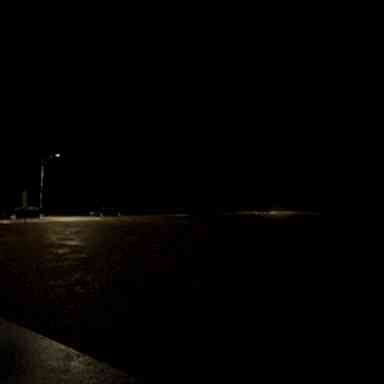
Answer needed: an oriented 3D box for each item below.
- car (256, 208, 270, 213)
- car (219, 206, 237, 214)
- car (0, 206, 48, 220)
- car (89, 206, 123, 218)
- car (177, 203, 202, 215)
[{"bbox_3d":[17.553,4.500,81.524,1.895,1.301,4.718,-1,-3,35],"label":"car"},{"bbox_3d":[7.298,3.567,67.122,2.097,1.767,4.553,-1,-3,35],"label":"car"},{"bbox_3d":[-18.221,2.238,36.180,1.882,1.535,5.008,-1,-3,35],"label":"car"},{"bbox_3d":[-11.657,2.650,45.399,1.882,1.535,5.008,-1,-2,36],"label":"car"},{"bbox_3d":[-0.446,3.113,61.044,2.150,2.045,5.566,-1,-3,36],"label":"car"}]
